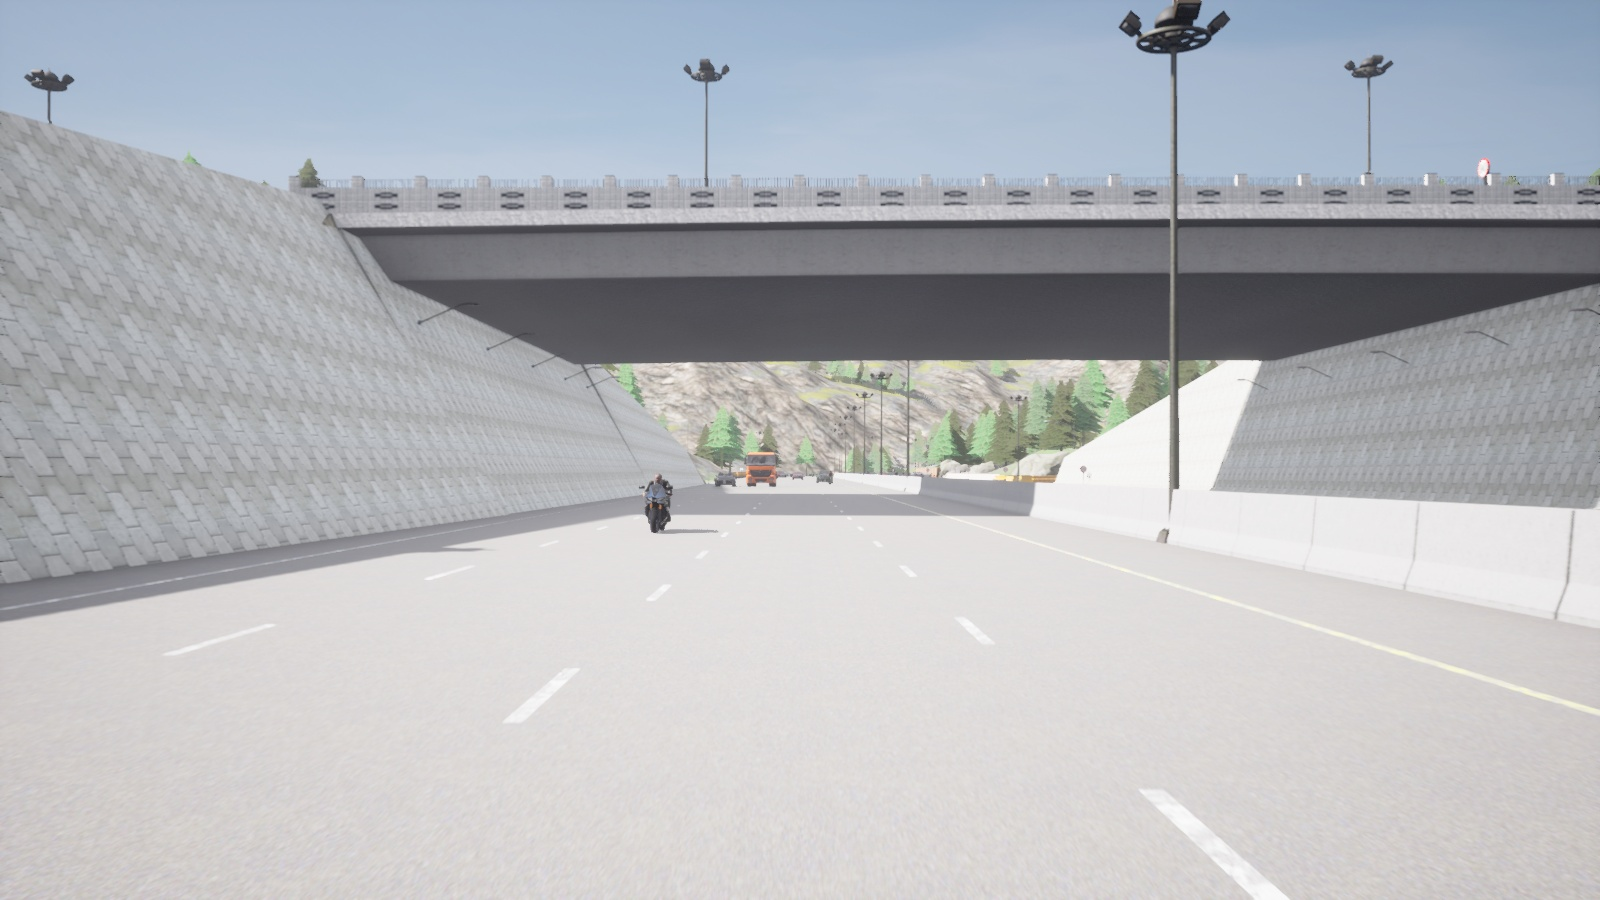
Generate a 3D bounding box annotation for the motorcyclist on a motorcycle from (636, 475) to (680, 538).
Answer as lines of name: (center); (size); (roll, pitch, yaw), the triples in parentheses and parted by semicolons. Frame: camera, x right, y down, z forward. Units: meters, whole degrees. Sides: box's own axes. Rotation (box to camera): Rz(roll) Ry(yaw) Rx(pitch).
motorcyclist on a motorcycle: (-3.577, 1.396, 31.796); (0.866, 1.530, 2.191); (0, -1, 0)
